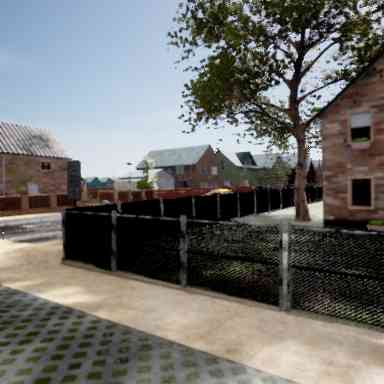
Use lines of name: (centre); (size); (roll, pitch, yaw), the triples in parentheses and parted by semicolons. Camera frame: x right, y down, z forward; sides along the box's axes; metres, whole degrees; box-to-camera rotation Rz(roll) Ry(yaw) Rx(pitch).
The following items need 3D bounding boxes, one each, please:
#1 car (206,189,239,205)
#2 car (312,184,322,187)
car: (2.832, 0.504, 29.320); (1.882, 1.535, 5.008); (-1, 2, 36)
car: (20.377, -0.487, 53.508); (1.812, 1.442, 4.674); (-1, 2, 36)
